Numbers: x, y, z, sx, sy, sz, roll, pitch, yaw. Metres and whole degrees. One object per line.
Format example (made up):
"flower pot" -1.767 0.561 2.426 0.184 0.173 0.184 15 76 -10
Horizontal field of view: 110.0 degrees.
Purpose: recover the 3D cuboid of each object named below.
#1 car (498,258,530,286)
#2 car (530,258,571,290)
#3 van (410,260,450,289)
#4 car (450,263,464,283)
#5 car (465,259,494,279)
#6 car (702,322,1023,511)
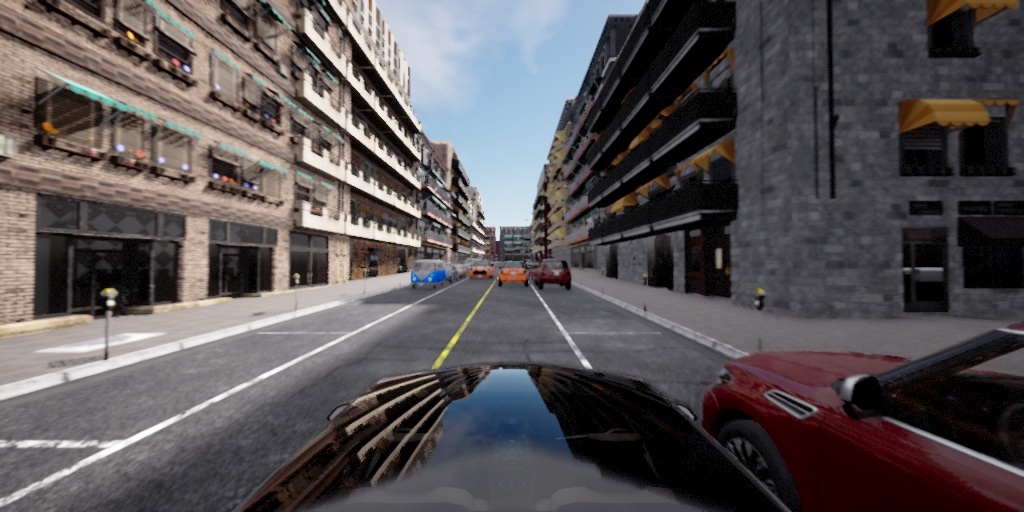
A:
"car" 0.091 1.164 26.185 2.097 1.767 4.553 0 0 0
"car" 2.560 1.114 23.111 2.192 1.841 5.009 0 0 0
"van" -5.321 1.140 23.074 1.690 1.789 3.998 0 0 0
"car" -5.322 1.374 28.638 2.007 1.370 4.403 0 0 0
"car" -2.796 1.198 33.554 2.097 1.767 4.553 0 0 1
"car" 2.566 1.065 0.879 2.192 1.841 5.009 0 0 0
